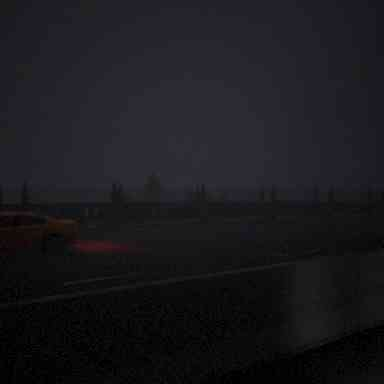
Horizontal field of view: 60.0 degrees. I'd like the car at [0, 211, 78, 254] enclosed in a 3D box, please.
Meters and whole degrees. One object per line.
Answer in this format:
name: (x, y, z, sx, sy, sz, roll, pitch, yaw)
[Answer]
car: (-6.697, 1.453, 11.884, 5.008, 1.535, 1.882, 0, 0, -34)
